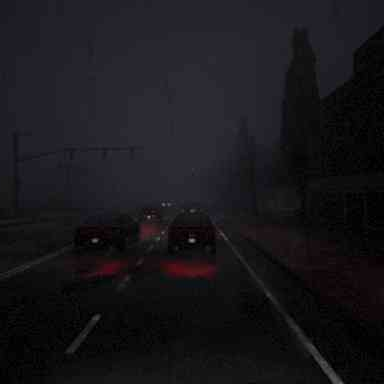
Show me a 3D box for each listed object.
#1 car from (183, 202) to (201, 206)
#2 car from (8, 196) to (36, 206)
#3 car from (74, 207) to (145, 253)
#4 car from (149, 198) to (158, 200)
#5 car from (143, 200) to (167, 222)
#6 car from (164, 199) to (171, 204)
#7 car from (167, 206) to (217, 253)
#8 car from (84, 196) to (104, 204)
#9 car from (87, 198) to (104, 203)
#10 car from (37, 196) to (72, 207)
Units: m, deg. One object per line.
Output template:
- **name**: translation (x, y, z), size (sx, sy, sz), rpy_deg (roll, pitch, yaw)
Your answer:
- **car**: translation (0.003, 1.622, 29.111), size (2.097, 1.767, 4.553), rpy_deg (0, -1, 0)
- **car**: translation (-42.458, 1.928, 83.110), size (4.605, 1.855, 1.932), rpy_deg (0, -1, 0)
- **car**: translation (-3.496, 1.614, 14.482), size (1.882, 1.535, 5.008), rpy_deg (0, 0, 0)
- **car**: translation (-9.999, 2.311, 87.117), size (1.837, 1.490, 4.892), rpy_deg (0, -1, 2)
- **car**: translation (-3.542, 1.782, 29.323), size (1.837, 1.490, 4.892), rpy_deg (0, 0, -1)
- **car**: translation (-6.501, 2.405, 86.995), size (1.895, 1.301, 4.718), rpy_deg (0, -1, 2)
- **car**: translation (0.004, 1.614, 14.482), size (1.882, 1.535, 5.008), rpy_deg (0, 0, 0)
- **car**: translation (-24.938, 1.931, 83.119), size (3.866, 1.878, 1.905), rpy_deg (0, -1, 0)
- **car**: translation (-24.925, 2.198, 86.012), size (3.806, 1.475, 1.970), rpy_deg (0, -1, 0)
- **car**: translation (-24.970, 1.719, 60.602), size (4.605, 1.855, 1.932), rpy_deg (0, -1, 0)
